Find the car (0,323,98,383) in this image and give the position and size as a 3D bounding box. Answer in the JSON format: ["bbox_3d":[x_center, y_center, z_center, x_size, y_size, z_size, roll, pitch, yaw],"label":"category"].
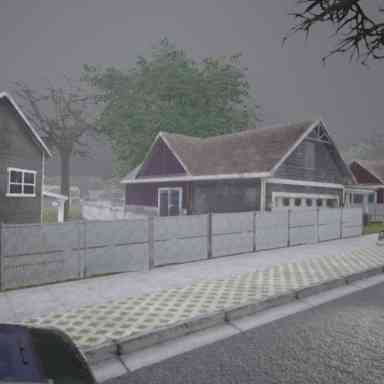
[{"bbox_3d":[-2.599,1.570,1.746,4.181,1.385,1.994,0,0,-33],"label":"car"}]
